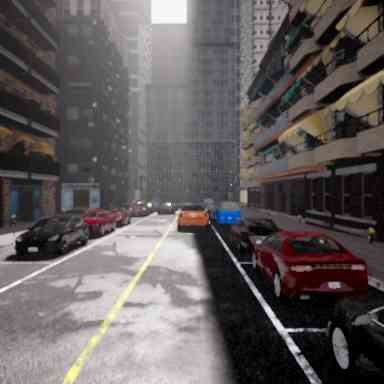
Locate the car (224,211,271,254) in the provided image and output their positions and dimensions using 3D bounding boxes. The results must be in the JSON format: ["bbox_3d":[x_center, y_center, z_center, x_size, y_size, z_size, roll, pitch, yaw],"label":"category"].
[{"bbox_3d":[2.670,1.718,14.089,1.947,1.339,4.313,-1,-1,0],"label":"car"}]

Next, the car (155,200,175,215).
[{"bbox_3d":[-3.029,2.027,40.348,1.994,1.385,4.181,0,-1,0],"label":"car"}]

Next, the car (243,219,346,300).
[{"bbox_3d":[2.673,1.637,8.487,1.887,1.381,4.507,-1,-1,0],"label":"car"}]

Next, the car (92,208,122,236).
[{"bbox_3d":[-5.715,1.757,19.714,1.887,1.381,4.507,-1,-1,0],"label":"car"}]

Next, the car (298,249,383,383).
[{"bbox_3d":[2.678,1.583,2.886,2.008,1.369,4.403,-1,-1,0],"label":"car"}]

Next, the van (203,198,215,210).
[{"bbox_3d":[2.638,1.916,53.303,1.690,1.788,3.998,-1,-1,0],"label":"van"}]

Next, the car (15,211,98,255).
[{"bbox_3d":[-5.711,1.718,14.111,1.947,1.339,4.313,-1,-1,0],"label":"car"}]

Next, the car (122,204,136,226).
[{"bbox_3d":[-5.718,1.854,25.315,1.802,1.307,4.206,-1,-1,0],"label":"car"}]

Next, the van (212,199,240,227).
[{"bbox_3d":[2.658,1.613,25.295,1.690,1.788,3.998,-1,-1,0],"label":"van"}]

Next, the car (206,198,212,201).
[{"bbox_3d":[2.645,2.042,47.869,1.752,1.417,4.829,-1,-1,0],"label":"car"}]

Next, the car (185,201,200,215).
[{"bbox_3d":[0.069,1.949,41.300,1.837,1.490,4.892,0,-1,0],"label":"car"}]

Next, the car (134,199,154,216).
[{"bbox_3d":[-5.729,1.833,36.520,1.967,1.590,4.097,-1,-1,0],"label":"car"}]

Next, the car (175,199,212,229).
[{"bbox_3d":[0.081,1.608,23.825,2.097,1.767,4.553,0,-1,0],"label":"car"}]

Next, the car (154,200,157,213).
[{"bbox_3d":[-5.731,2.020,42.119,1.947,1.339,4.313,-1,-1,0],"label":"car"}]

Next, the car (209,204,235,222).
[{"bbox_3d":[2.658,1.883,30.895,2.008,1.369,4.403,-1,-1,0],"label":"car"}]
